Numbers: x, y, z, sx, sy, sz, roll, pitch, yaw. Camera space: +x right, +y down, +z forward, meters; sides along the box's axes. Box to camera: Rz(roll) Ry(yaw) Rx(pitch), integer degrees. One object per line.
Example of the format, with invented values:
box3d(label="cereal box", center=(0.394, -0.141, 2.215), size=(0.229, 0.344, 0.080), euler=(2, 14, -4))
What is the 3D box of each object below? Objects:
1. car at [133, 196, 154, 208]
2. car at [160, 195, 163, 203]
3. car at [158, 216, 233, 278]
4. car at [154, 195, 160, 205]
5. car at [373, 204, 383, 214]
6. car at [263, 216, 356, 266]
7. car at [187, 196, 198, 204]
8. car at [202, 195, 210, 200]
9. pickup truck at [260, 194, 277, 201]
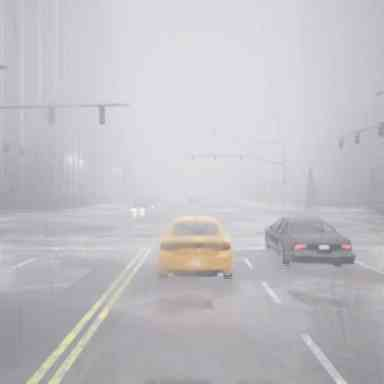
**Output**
box3d(label="car", center=(-7.044, 1.404, 46.759), size=(2.128, 1.511, 4.902), euler=(0, 0, 0))
box3d(label="car", center=(-6.938, 1.381, 66.507), size=(1.837, 1.490, 4.892), euler=(0, 0, 0))
box3d(label="car", center=(0.096, 1.459, 10.074), size=(1.882, 1.535, 5.008), euler=(0, 0, 0))
box3d(label="car", center=(-7.013, 1.373, 56.237), size=(1.882, 1.535, 5.008), euler=(0, 0, 0))
box3d(label="car", center=(19.947, 1.447, 31.798), size=(4.892, 1.490, 1.837), euler=(0, 0, 1))
box3d(label="car", center=(3.718, 1.526, 11.445), size=(2.033, 1.411, 5.357), euler=(0, 0, 4))
box3d(label="car", center=(0.157, 1.449, 62.071), size=(1.994, 1.385, 4.181), euler=(0, 0, 0))
box3d(label="car", center=(3.581, 1.435, 86.254), size=(1.895, 1.301, 4.718), euler=(0, 0, 0))
box3d(label="pickup truck", center=(16.689, 0.926, 71.736), size=(2.390, 2.098, 6.274), euler=(0, 0, 31))
